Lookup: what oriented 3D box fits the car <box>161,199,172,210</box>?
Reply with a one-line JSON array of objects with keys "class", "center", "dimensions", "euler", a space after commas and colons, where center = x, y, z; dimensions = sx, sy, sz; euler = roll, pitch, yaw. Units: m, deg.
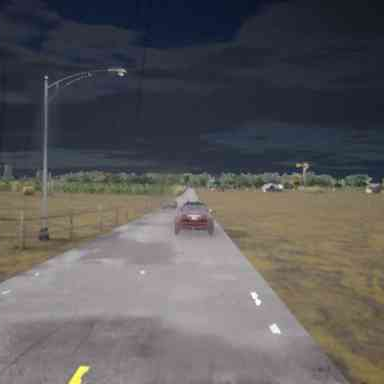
[{"class": "car", "center": [-2.784, 1.565, 42.145], "dimensions": [1.994, 1.385, 4.181], "euler": [1, 0, 0]}]

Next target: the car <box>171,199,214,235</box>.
[{"class": "car", "center": [0.122, 1.382, 19.252], "dimensions": [2.097, 1.767, 4.553], "euler": [1, 0, 0]}]

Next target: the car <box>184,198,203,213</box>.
[{"class": "car", "center": [0.134, 1.532, 39.704], "dimensions": [2.128, 1.511, 4.902], "euler": [1, 0, 0]}]
